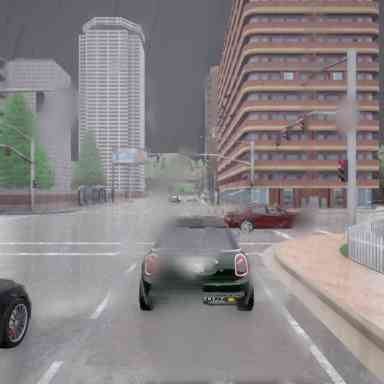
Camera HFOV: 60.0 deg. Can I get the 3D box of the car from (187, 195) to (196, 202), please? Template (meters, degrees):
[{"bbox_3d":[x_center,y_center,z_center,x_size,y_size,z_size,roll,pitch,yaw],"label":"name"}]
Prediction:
[{"bbox_3d":[-0.134,1.518,76.332,1.812,1.442,4.674,0,0,0],"label":"car"}]

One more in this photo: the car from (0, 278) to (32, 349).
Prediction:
[{"bbox_3d":[-3.431,1.526,3.305,1.812,1.442,4.674,0,0,0],"label":"car"}]

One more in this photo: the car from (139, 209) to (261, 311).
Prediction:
[{"bbox_3d":[0.099,1.352,7.924,2.097,1.767,4.553,0,0,1],"label":"car"}]

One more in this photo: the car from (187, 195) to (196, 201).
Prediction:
[{"bbox_3d":[-0.150,1.506,85.332,2.128,1.511,4.902,0,0,0],"label":"car"}]

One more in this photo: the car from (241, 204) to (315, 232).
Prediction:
[{"bbox_3d":[4.344,1.439,18.855,5.008,1.535,1.882,-1,0,-2],"label":"car"}]

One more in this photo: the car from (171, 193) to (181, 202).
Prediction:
[{"bbox_3d":[-3.635,1.220,76.639,2.150,2.045,5.566,0,0,0],"label":"car"}]

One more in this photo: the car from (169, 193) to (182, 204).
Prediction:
[{"bbox_3d":[-3.517,1.491,66.074,2.128,1.511,4.902,0,0,0],"label":"car"}]
